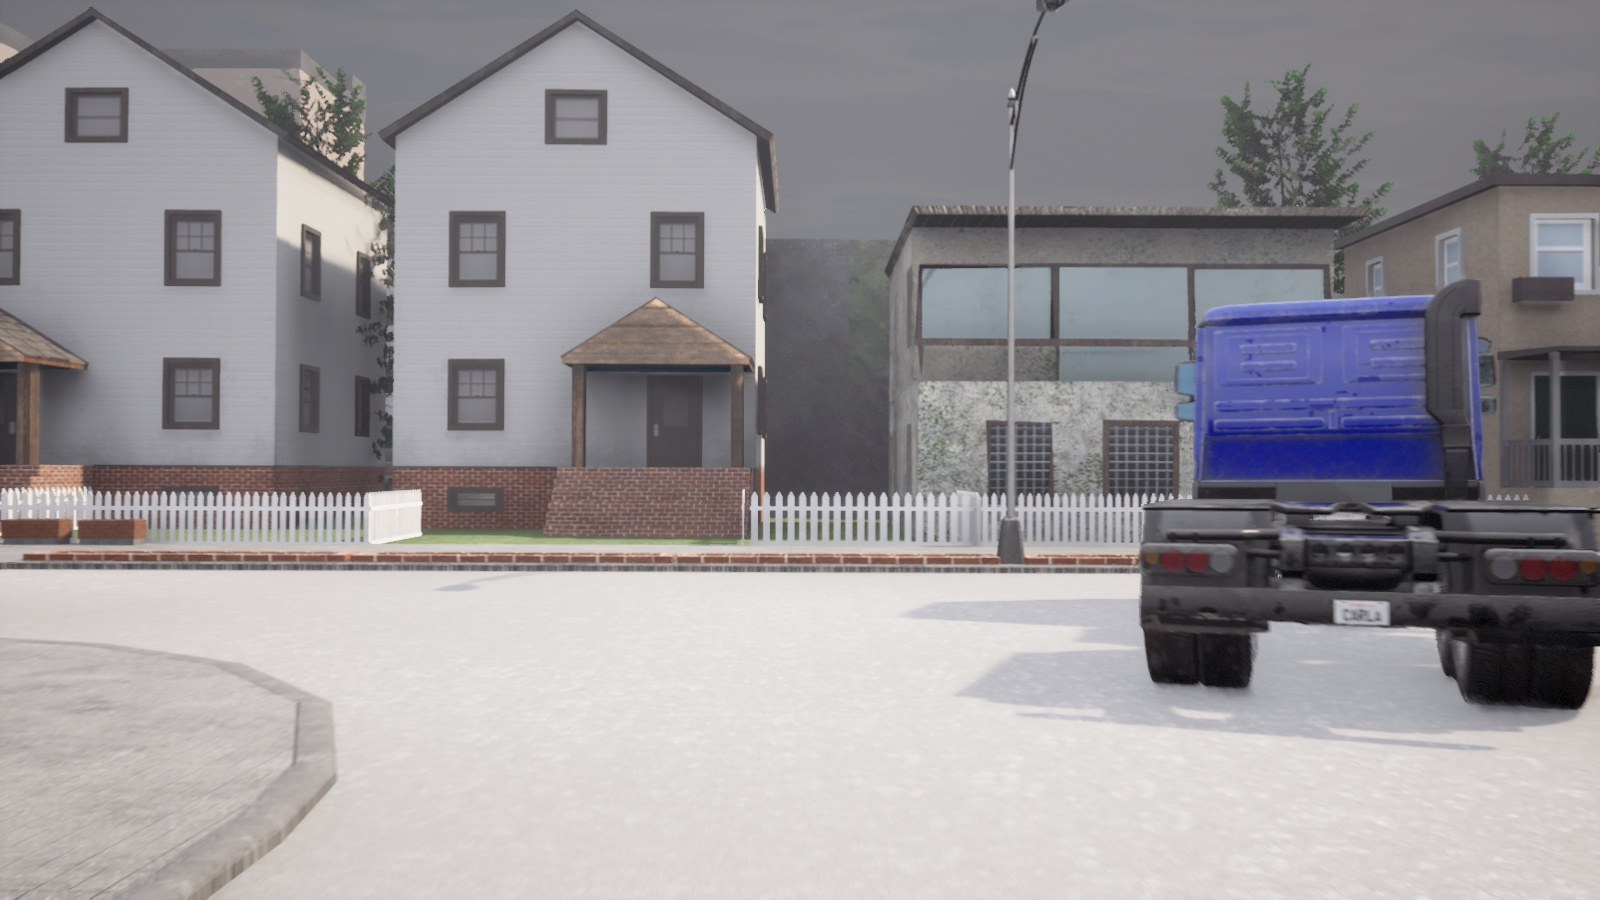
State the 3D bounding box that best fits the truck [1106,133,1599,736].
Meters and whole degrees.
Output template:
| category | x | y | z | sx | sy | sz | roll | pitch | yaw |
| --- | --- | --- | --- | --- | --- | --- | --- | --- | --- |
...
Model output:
| category | x | y | z | sx | sy | sz | roll | pitch | yaw |
| --- | --- | --- | --- | --- | --- | --- | --- | --- | --- |
| truck | 4.892 | -0.013 | 11.376 | 2.891 | 3.462 | 7.936 | -1 | -1 | 22 |
